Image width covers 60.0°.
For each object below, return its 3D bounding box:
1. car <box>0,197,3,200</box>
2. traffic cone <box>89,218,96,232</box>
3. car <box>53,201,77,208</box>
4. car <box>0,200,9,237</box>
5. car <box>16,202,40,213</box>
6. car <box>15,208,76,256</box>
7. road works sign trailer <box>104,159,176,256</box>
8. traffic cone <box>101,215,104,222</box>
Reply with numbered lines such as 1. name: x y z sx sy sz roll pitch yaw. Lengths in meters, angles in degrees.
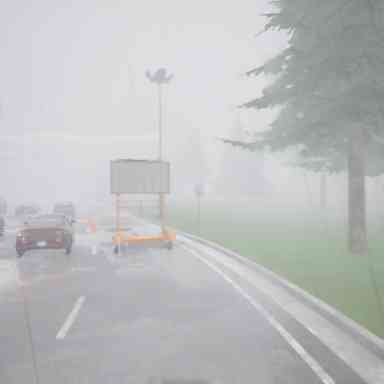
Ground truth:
1. car: -20.127 1.412 33.509 2.150 2.045 5.566 -1 0 -19
2. traffic cone: -5.793 2.011 19.540 0.340 0.580 0.340 -1 0 -19
3. car: -11.844 1.604 31.008 2.128 1.511 4.902 -1 0 -19
4. car: -10.363 1.452 15.686 2.097 1.767 4.553 -1 0 -17
5. car: -16.291 1.681 33.143 1.812 1.442 4.674 -1 0 -19
6. car: -5.761 1.581 13.399 1.812 1.442 4.674 0 0 -18
7. road works sign trailer: -2.092 0.485 13.424 2.380 3.560 2.880 -1 0 -19
8. traffic cone: -6.830 2.021 25.534 0.340 0.580 0.340 -1 0 -19
